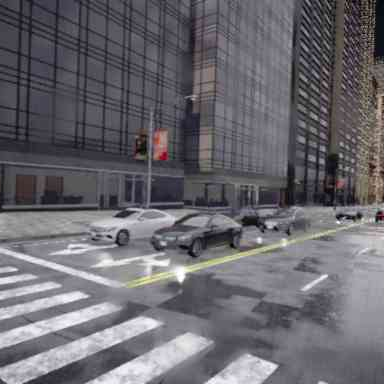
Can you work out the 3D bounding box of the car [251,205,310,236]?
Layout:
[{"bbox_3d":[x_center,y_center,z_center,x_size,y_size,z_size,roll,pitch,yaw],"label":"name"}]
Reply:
[{"bbox_3d":[5.883,1.780,20.734,2.128,1.511,4.902,2,0,36],"label":"car"}]

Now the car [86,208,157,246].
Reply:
[{"bbox_3d":[-2.450,1.441,14.924,1.812,1.442,4.674,2,0,38],"label":"car"}]

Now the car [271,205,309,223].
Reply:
[{"bbox_3d":[9.025,1.964,30.456,1.812,1.442,4.674,2,0,36],"label":"car"}]

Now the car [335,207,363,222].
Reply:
[{"bbox_3d":[16.957,2.341,35.685,2.033,1.411,5.357,2,0,37],"label":"car"}]

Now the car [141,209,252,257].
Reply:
[{"bbox_3d":[0.393,1.564,13.282,1.812,1.442,4.674,2,0,36],"label":"car"}]

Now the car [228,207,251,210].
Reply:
[{"bbox_3d":[3.243,1.722,22.632,2.033,1.411,5.357,2,0,36],"label":"car"}]

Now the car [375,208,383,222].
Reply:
[{"bbox_3d":[20.514,2.454,34.853,1.837,1.490,4.892,2,0,37],"label":"car"}]
